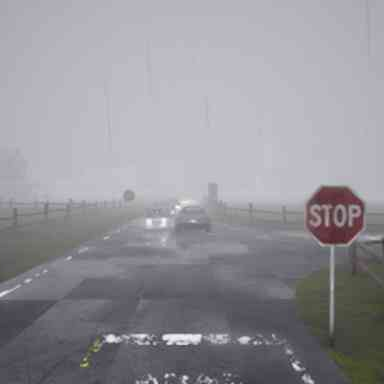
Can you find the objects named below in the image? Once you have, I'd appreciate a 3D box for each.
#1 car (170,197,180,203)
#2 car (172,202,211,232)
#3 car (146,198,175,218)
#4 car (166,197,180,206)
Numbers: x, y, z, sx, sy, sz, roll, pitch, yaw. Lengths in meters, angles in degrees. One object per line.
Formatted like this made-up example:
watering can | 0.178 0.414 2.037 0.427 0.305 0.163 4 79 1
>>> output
car | -2.918 1.474 40.261 2.033 1.411 5.357 0 0 0
car | 0.063 1.528 19.749 1.994 1.385 4.181 0 0 0
car | -2.898 1.514 29.737 1.994 1.385 4.181 0 0 0
car | -2.924 1.494 52.615 1.895 1.301 4.718 0 0 0
